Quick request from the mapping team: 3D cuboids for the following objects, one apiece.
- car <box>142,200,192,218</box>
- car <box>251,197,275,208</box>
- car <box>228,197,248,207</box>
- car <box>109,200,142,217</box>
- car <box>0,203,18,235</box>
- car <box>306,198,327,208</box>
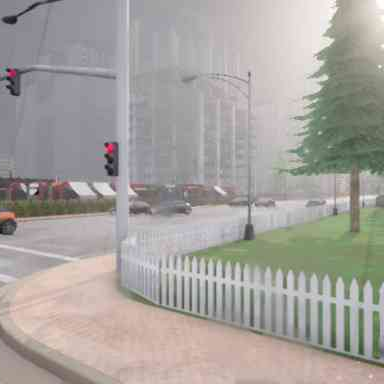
[{"bbox_3d":[-1.881,1.485,30.255,2.128,1.511,4.902,0,0,34],"label":"car"},{"bbox_3d":[10.794,1.519,48.896,1.812,1.442,4.674,0,0,34],"label":"car"},{"bbox_3d":[7.220,1.470,49.878,1.882,1.535,5.008,0,0,34],"label":"car"},{"bbox_3d":[-5.577,1.518,31.004,1.812,1.442,4.674,0,0,34],"label":"car"},{"bbox_3d":[-11.121,1.346,16.219,2.097,1.767,4.553,0,0,32],"label":"car"},{"bbox_3d":[17.164,1.522,45.626,1.812,1.442,4.674,0,0,34],"label":"car"}]
